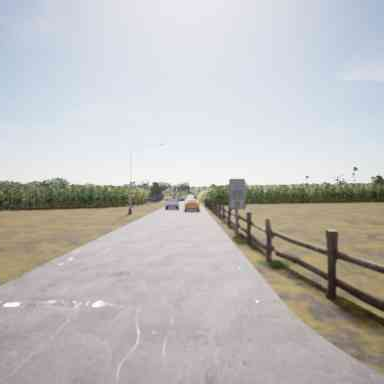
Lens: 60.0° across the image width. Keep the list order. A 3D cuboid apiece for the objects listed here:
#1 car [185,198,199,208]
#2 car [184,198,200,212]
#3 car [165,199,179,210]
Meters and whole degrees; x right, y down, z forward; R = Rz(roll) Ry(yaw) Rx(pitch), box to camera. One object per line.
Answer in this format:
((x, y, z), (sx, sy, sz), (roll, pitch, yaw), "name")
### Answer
((0.002, 1.754, 52.771), (2.128, 1.511, 4.902), (0, 0, 0), "car")
((0.001, 1.664, 42.348), (1.882, 1.535, 5.008), (0, 0, 0), "car")
((-2.749, 1.742, 46.937), (1.812, 1.442, 4.674), (0, 0, 0), "car")
